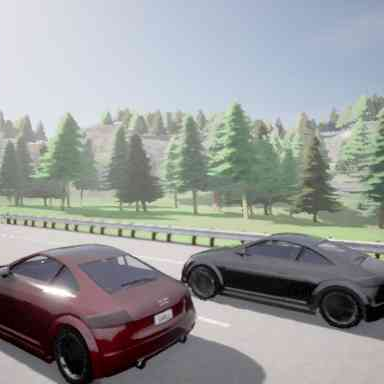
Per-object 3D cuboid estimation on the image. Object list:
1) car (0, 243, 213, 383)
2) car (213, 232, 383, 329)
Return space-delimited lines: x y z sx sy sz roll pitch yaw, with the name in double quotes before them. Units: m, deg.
"car" -1.996 1.564 5.419 4.181 1.385 1.994 0 0 36
"car" 1.810 1.564 7.001 4.181 1.385 1.994 0 0 35
